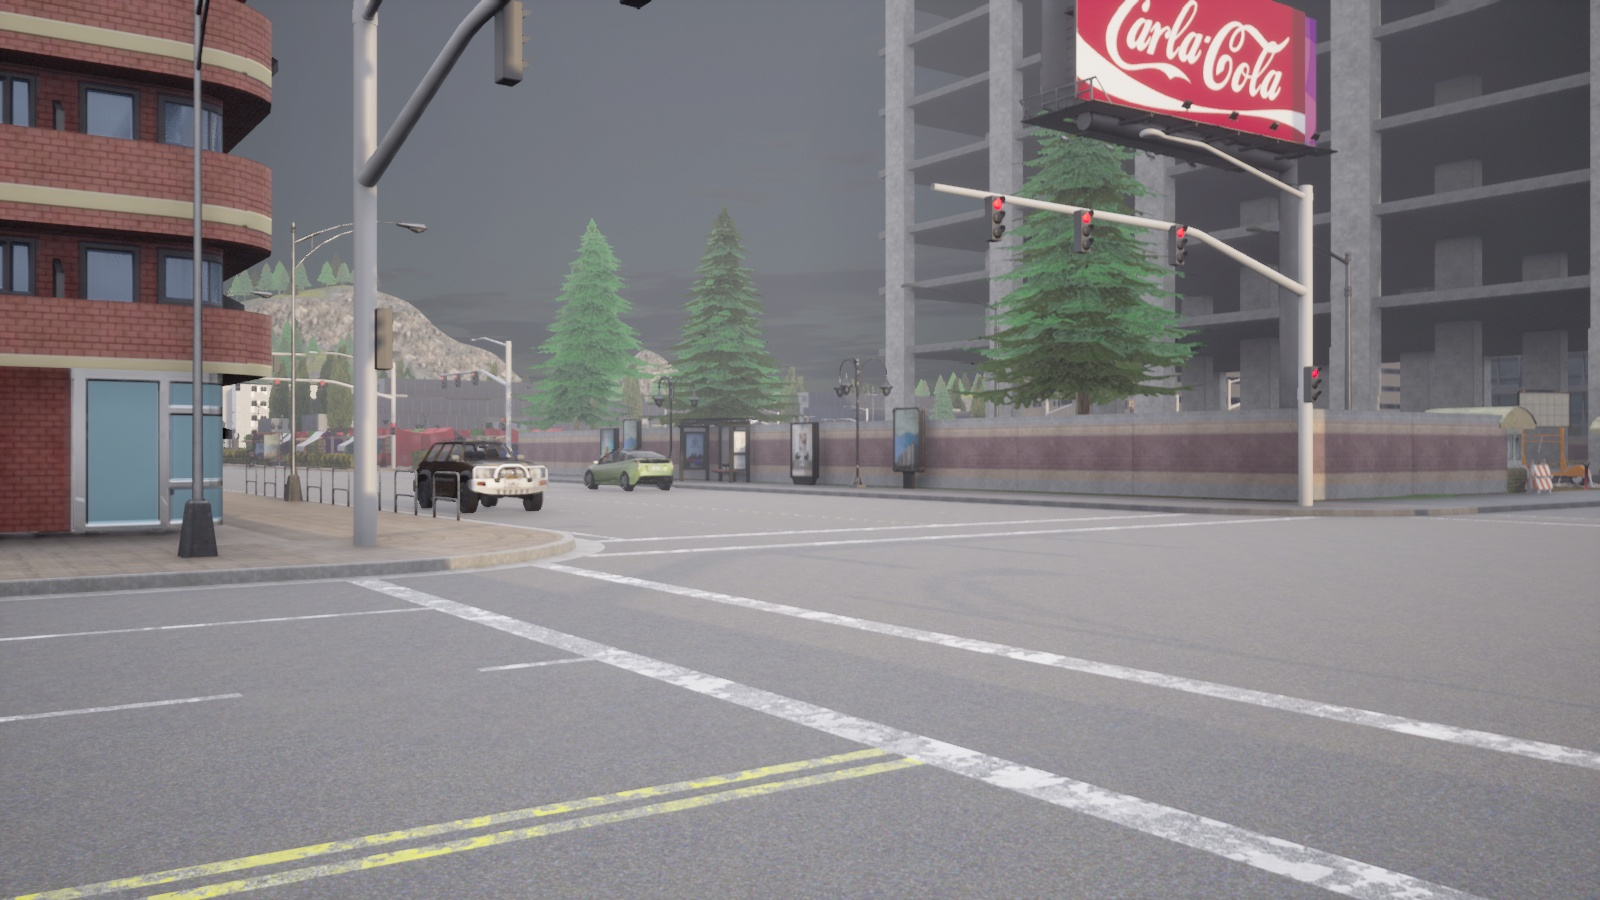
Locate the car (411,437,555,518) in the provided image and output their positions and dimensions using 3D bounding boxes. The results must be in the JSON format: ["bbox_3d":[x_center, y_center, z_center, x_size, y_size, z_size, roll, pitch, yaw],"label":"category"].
[{"bbox_3d":[-7.951,0.625,31.209,1.932,1.855,4.605,0,0,-35],"label":"car"}]

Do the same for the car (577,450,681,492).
[{"bbox_3d":[-6.498,0.763,47.381,2.007,1.525,4.514,0,0,-35],"label":"car"}]
